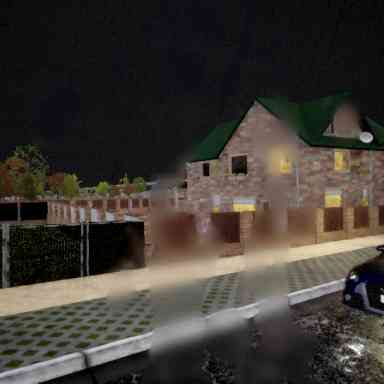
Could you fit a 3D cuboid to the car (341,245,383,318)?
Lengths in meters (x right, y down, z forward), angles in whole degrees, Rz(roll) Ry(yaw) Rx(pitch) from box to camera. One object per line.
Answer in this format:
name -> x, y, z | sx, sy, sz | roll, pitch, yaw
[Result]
car -> 4.797, 1.559, 6.487 | 4.181, 1.385, 1.994 | 0, 0, -35
